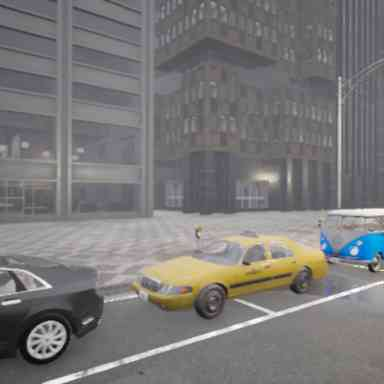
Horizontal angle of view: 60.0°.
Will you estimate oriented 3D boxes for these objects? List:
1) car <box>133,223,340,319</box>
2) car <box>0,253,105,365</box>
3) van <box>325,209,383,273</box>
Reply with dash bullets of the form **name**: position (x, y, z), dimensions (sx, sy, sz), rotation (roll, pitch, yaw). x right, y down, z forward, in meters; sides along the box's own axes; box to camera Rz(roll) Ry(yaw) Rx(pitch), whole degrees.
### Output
- **car**: position (1.090, 1.578, 7.432), dimensions (4.829, 1.417, 1.752), rotation (1, -1, -36)
- **car**: position (-3.361, 1.548, 4.253), dimensions (4.403, 1.369, 2.008), rotation (1, -1, -36)
- **van**: position (5.819, 1.452, 10.811), dimensions (3.998, 1.788, 1.690), rotation (1, -1, -36)
